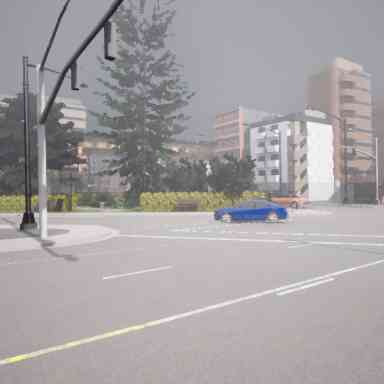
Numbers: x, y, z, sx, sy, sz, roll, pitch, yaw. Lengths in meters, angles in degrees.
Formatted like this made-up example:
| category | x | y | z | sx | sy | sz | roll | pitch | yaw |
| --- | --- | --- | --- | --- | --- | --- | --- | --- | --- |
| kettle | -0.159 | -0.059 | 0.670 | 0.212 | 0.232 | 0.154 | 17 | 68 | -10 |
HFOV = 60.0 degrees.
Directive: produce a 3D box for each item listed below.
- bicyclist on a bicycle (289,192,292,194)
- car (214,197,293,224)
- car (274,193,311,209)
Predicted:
| category | x | y | z | sx | sy | sz | roll | pitch | yaw |
| --- | --- | --- | --- | --- | --- | --- | --- | --- | --- |
| bicyclist on a bicycle | 14.017 | 0.780 | 47.087 | 1.656 | 1.620 | 0.582 | -1 | 1 | -35 |
| car | 4.040 | 1.328 | 22.862 | 5.008 | 1.535 | 1.882 | -1 | 0 | 9 |
| car | 11.237 | 0.959 | 37.968 | 2.097 | 1.767 | 4.553 | -1 | 1 | -35 |
